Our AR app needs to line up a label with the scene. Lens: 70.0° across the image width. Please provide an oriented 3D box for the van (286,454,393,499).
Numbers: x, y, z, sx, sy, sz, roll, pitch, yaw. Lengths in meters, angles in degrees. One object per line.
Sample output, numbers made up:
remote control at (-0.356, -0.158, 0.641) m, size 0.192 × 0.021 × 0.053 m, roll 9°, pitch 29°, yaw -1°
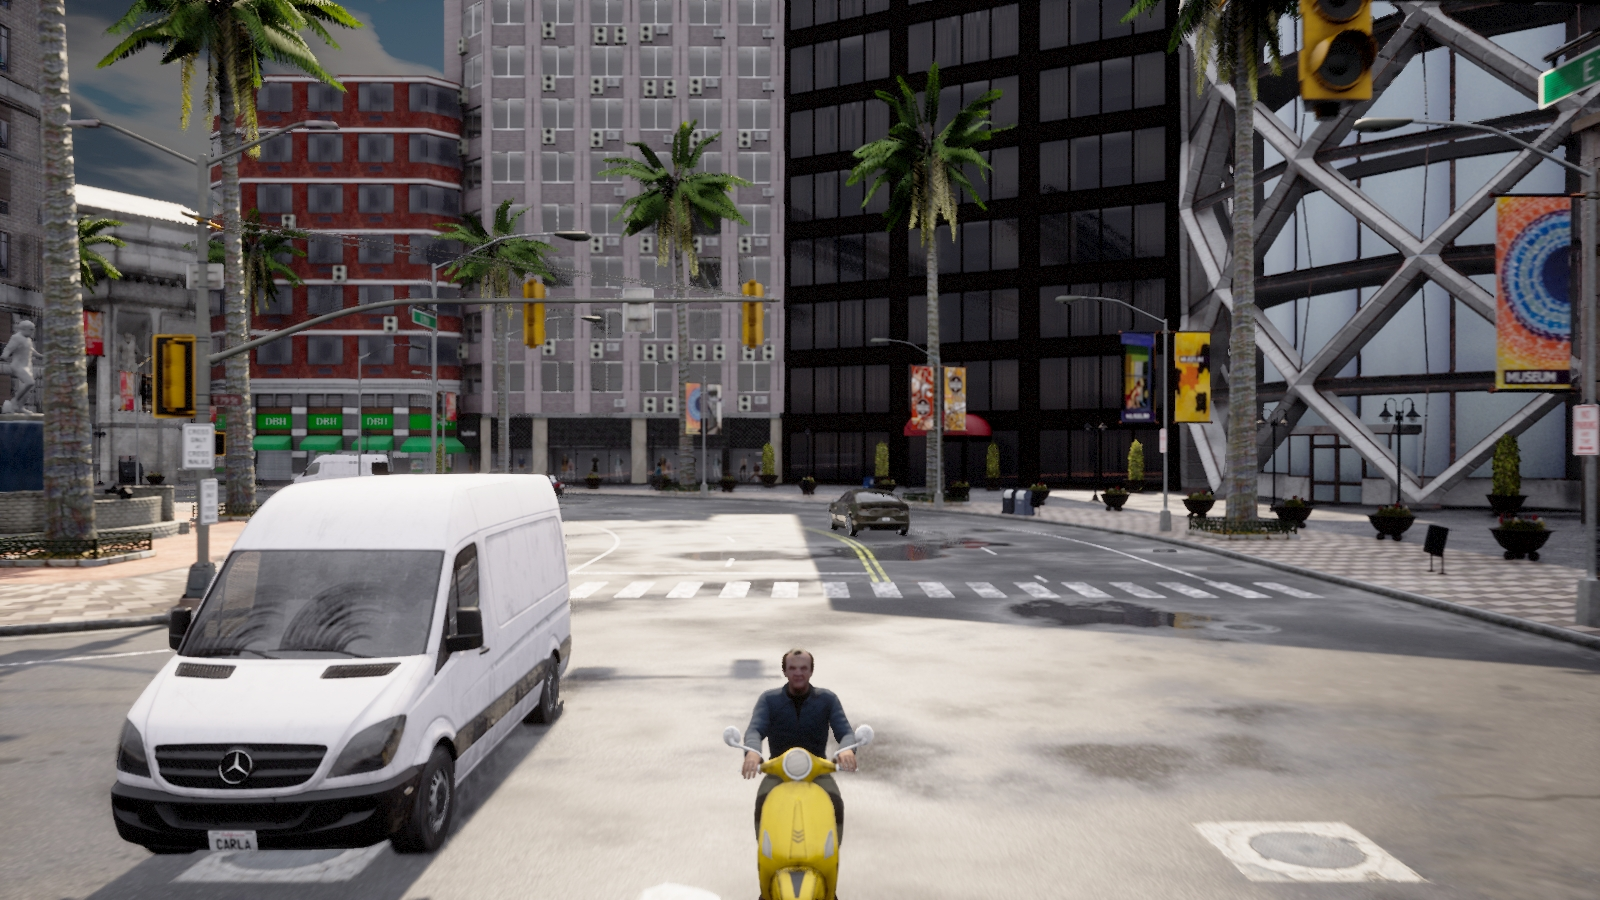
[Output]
van at (-27.299, 1.538, 67.690) m, size 5.915 × 2.561 × 1.988 m, roll 0°, pitch 0°, yaw 17°

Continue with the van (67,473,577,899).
van at (-3.509, 1.535, 9.975) m, size 1.988 × 2.561 × 5.915 m, roll 0°, pitch 0°, yaw 0°

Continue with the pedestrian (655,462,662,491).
pedestrian at (-9.085, 1.701, 73.262) m, size 0.375 × 1.860 × 0.375 m, roll 0°, pitch 0°, yaw 11°

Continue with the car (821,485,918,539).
car at (2.257, 2.036, 38.509) m, size 2.097 × 1.535 × 5.006 m, roll 0°, pitch 0°, yaw -11°
